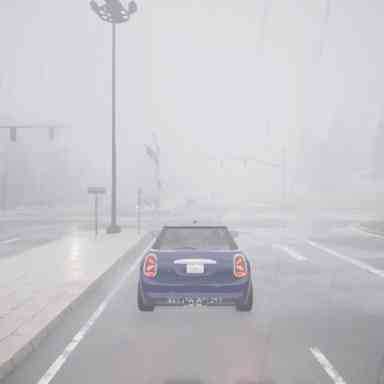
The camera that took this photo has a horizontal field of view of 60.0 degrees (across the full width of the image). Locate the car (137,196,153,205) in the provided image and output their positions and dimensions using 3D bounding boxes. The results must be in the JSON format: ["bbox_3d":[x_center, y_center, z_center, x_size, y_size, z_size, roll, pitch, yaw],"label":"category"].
[{"bbox_3d":[-8.282,1.505,57.059,1.837,1.490,4.892,0,0,-1],"label":"car"}]

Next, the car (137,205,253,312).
[{"bbox_3d":[0.071,1.352,7.897,2.097,1.767,4.553,0,0,0],"label":"car"}]

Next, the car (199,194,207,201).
[{"bbox_3d":[2.852,1.513,85.279,1.812,1.442,4.674,0,0,-1],"label":"car"}]

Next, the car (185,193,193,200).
[{"bbox_3d":[-0.812,1.189,95.577,2.150,2.045,5.566,0,0,-1],"label":"car"}]

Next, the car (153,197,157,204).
[{"bbox_3d":[-8.370,1.505,66.268,1.837,1.490,4.892,0,0,0],"label":"car"}]

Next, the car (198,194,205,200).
[{"bbox_3d":[2.688,1.442,95.603,1.882,1.535,5.008,0,0,-1],"label":"car"}]

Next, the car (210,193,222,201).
[{"bbox_3d":[6.357,1.215,85.008,2.150,2.045,5.566,0,0,-1],"label":"car"}]

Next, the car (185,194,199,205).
[{"bbox_3d":[-0.161,1.526,54.717,1.812,1.442,4.674,0,0,-1],"label":"car"}]
